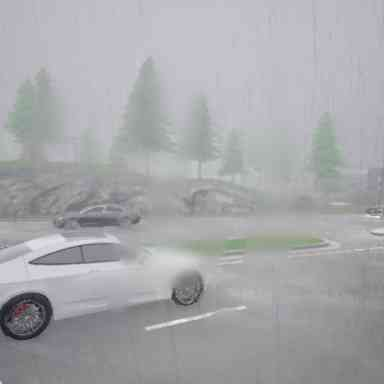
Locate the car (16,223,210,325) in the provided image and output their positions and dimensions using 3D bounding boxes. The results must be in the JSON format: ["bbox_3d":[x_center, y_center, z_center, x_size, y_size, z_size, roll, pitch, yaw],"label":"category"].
[{"bbox_3d":[-1.850,1.507,6.393,4.674,1.442,1.812,0,0,-32],"label":"car"}]

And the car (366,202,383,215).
[{"bbox_3d":[19.821,1.701,33.996,4.181,1.385,1.994,0,0,-25],"label":"car"}]

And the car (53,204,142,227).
[{"bbox_3d":[-5.391,1.440,19.303,4.902,1.511,2.128,0,0,-17],"label":"car"}]

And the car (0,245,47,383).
[{"bbox_3d":[-3.245,1.325,1.296,4.553,1.767,2.097,0,0,-35],"label":"car"}]
